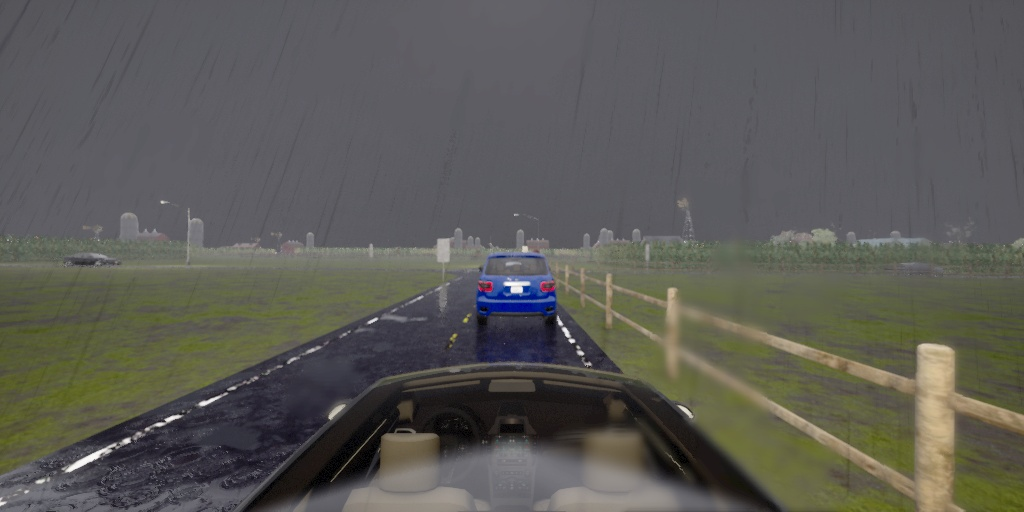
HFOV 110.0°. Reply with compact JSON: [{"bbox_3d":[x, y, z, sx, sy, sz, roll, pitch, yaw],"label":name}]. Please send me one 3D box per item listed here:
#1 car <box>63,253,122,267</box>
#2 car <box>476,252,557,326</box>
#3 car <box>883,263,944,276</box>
[{"bbox_3d":[-45.375,0.418,38.871,5.008,1.535,1.882,0,0,1],"label":"car"},{"bbox_3d":[0.106,0.891,11.442,2.150,2.045,5.566,0,1,0],"label":"car"},{"bbox_3d":[46.252,1.539,41.361,5.357,1.411,2.033,1,0,1],"label":"car"}]
